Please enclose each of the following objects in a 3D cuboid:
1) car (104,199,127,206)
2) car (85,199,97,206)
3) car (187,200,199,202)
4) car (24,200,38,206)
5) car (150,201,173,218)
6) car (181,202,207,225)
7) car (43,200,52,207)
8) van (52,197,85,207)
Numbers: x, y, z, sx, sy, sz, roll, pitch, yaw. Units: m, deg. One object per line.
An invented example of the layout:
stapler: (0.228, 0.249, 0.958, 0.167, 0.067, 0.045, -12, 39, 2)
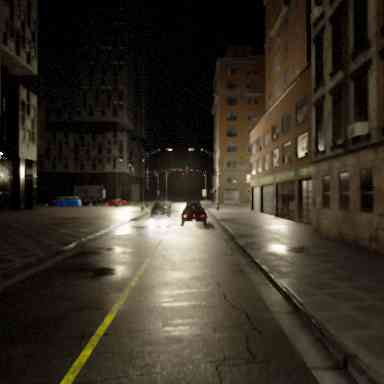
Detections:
car: (-14.367, 1.999, 62.541, 4.206, 1.307, 1.802, 0, 0, 0)
car: (-20.016, 2.024, 62.555, 4.313, 1.339, 1.947, 0, 0, 0)
car: (0.167, 1.671, 41.314, 1.882, 1.535, 5.008, 0, 0, 0)
car: (-31.313, 2.119, 62.585, 4.206, 1.307, 1.802, 0, 0, 0)
car: (-2.952, 1.651, 32.708, 2.128, 1.511, 4.902, 0, 0, 0)
car: (0.142, 1.726, 25.529, 1.895, 1.301, 4.718, 0, 0, 0)
car: (-25.665, 2.049, 62.570, 4.403, 1.369, 2.008, 0, 0, 0)
van: (-20.031, 1.684, 54.033, 3.998, 1.788, 1.690, 0, 0, 0)
